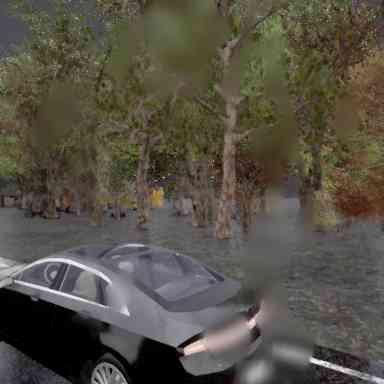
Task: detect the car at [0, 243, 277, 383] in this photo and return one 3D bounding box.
[{"bbox_3d":[-1.299,1.485,4.637,4.902,1.511,2.128,0,1,38],"label":"car"}]
